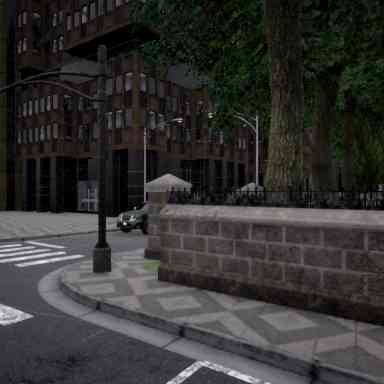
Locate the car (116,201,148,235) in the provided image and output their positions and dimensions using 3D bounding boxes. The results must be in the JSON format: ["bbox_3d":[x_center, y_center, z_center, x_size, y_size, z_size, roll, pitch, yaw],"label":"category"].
[{"bbox_3d":[-2.385,1.584,22.008,2.150,2.045,5.566,0,-1,35],"label":"car"}]
